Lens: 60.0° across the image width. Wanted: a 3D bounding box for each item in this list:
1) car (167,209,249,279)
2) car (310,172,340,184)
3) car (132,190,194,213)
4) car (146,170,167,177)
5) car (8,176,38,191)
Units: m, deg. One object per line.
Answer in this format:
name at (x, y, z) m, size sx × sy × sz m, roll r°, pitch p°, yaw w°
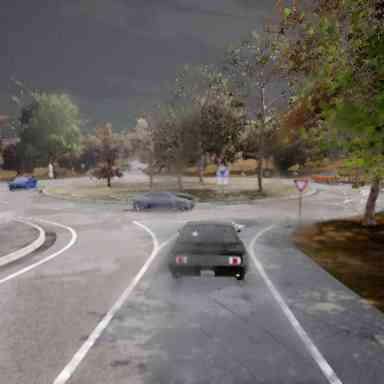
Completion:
car at (0.505, 1.480, 9.758) m, size 1.895 × 1.301 × 4.718 m, roll 0°, pitch 2°, yaw 4°
car at (18.908, -2.115, 47.347) m, size 2.097 × 1.767 × 4.553 m, roll -2°, pitch 6°, yaw -15°
car at (-1.972, 0.571, 22.903) m, size 4.181 × 1.385 × 1.994 m, roll 1°, pitch 6°, yaw 4°
car at (-7.282, -3.879, 68.032) m, size 4.718 × 1.301 × 1.895 m, roll 5°, pitch 7°, yaw 42°
car at (-19.029, -1.041, 37.581) m, size 1.882 × 1.535 × 5.008 m, roll -1°, pitch 6°, yaw -8°
